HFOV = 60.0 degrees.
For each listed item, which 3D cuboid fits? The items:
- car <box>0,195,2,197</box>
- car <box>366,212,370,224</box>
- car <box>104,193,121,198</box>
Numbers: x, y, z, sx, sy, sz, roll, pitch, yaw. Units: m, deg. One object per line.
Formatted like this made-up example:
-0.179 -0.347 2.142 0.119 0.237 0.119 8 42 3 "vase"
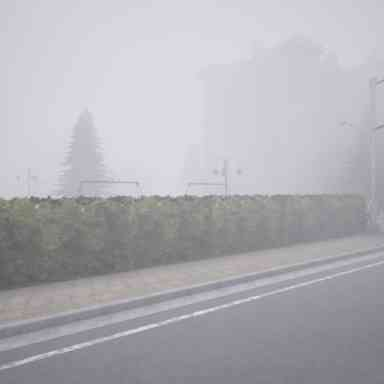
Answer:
-40.256 1.374 67.276 3.633 1.501 1.845 0 0 -37 "car"
10.270 1.586 23.453 1.895 1.301 4.718 0 0 -37 "car"
-12.563 1.213 53.734 2.150 2.045 5.566 0 0 -37 "car"
